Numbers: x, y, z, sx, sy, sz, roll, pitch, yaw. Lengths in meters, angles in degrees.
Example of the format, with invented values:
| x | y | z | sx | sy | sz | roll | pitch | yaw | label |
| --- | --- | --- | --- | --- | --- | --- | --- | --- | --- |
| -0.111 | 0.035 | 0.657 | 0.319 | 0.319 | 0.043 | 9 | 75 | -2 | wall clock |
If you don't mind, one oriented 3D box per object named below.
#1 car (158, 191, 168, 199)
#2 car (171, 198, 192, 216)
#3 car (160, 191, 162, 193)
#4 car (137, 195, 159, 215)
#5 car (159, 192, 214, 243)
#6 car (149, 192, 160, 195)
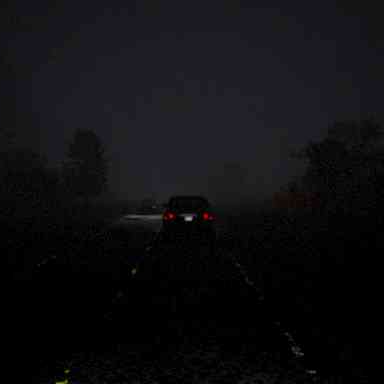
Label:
| x | y | z | sx | sy | sz | roll | pitch | yaw | label |
| --- | --- | --- | --- | --- | --- | --- | --- | --- | --- |
| -8.225 | 0.841 | 93.430 | 2.150 | 2.045 | 5.566 | 0 | 0 | -11 | car |
| -1.080 | 1.361 | 32.438 | 1.837 | 1.490 | 4.892 | 0 | 0 | -4 | car |
| -7.098 | 0.989 | 87.446 | 2.097 | 1.767 | 4.553 | 0 | 0 | -10 | car |
| -4.282 | 1.337 | 32.493 | 1.882 | 1.535 | 5.008 | 0 | 0 | -4 | car |
| -0.219 | 1.149 | 15.859 | 2.150 | 2.045 | 5.566 | 0 | 0 | -2 | car |
| -8.838 | 1.094 | 74.294 | 1.837 | 1.490 | 4.892 | 0 | 0 | -9 | car |
